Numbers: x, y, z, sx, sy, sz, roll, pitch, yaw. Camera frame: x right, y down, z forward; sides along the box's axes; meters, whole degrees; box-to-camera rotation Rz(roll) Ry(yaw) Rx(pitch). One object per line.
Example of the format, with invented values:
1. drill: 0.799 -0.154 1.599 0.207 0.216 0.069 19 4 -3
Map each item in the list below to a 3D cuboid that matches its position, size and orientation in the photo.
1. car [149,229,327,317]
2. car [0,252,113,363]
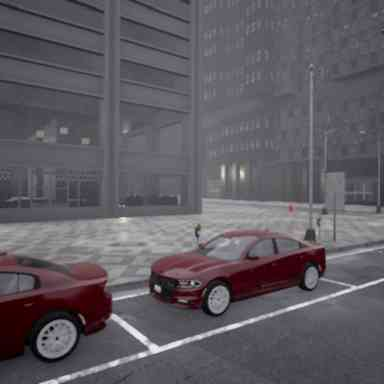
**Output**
1. car: 1.191 1.565 7.517 4.507 1.381 1.887 0 0 -36
2. car: -3.305 1.543 4.306 4.507 1.381 1.887 0 0 -36
